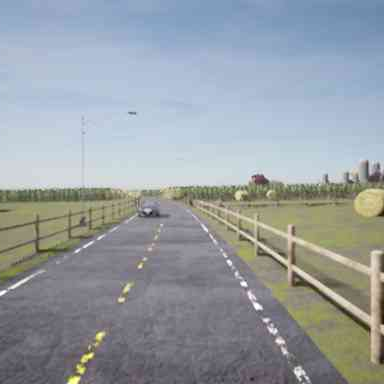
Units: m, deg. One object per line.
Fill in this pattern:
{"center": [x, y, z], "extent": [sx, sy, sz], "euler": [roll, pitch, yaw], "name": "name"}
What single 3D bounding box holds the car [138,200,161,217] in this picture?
{"center": [-3.941, 1.489, 31.059], "extent": [2.128, 1.511, 4.902], "euler": [0, 0, -3], "name": "car"}
